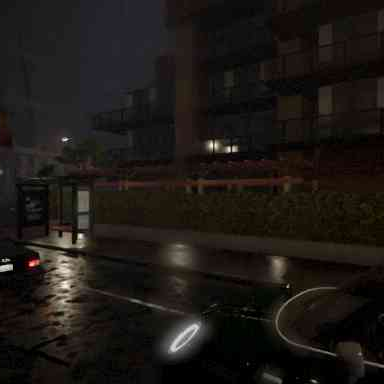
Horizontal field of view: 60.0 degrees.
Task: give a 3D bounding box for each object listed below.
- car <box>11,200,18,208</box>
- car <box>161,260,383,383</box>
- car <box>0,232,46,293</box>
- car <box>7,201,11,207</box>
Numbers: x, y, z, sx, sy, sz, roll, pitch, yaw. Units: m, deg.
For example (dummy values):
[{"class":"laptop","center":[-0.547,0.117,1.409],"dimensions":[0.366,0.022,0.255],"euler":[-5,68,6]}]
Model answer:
[{"class":"car","center":[-22.024,1.504,46.529],"dimensions":[1.837,1.490,4.892],"euler":[0,0,36]},{"class":"car","center":[1.914,1.352,2.639],"dimensions":[4.553,1.767,2.097],"euler":[0,0,35]},{"class":"car","center":[-5.701,1.547,8.018],"dimensions":[5.357,1.411,2.033],"euler":[0,0,36]},{"class":"car","center":[-24.521,1.477,49.072],"dimensions":[1.882,1.535,5.008],"euler":[0,0,35]}]
